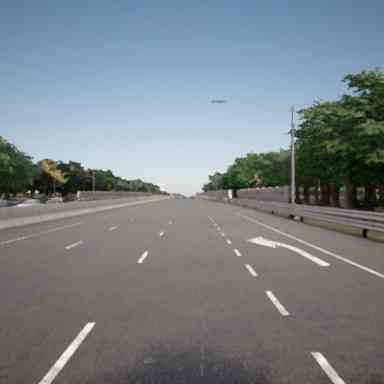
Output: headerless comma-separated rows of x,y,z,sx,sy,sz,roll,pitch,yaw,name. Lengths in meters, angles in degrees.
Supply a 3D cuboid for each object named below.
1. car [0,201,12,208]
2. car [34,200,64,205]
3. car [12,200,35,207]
-24.549,1.864,43.598,1.994,1.385,4.181,0,0,1,car
-17.557,1.797,42.084,1.837,1.490,4.892,0,0,0,car
-21.051,1.826,43.508,1.812,1.442,4.674,0,0,0,car
